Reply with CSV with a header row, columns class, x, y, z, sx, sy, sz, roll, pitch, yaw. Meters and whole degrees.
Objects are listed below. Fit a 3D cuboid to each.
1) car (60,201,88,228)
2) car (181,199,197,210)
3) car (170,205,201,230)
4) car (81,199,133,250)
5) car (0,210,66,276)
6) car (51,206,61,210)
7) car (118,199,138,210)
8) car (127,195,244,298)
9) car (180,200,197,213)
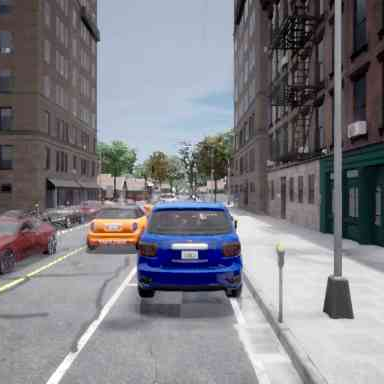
class,x,y,z,sx,sy,sz,roll,pitch,yaw
car,-8.408,1.553,21.869,2.008,1.369,4.403,0,0,0
car,-0.383,1.584,43.946,1.947,1.339,4.313,0,0,0
car,-0.383,1.584,21.873,1.802,1.307,4.206,0,0,0
car,-2.920,1.354,14.471,2.097,1.767,4.553,0,0,0
car,-5.868,1.526,10.502,1.812,1.442,4.674,0,0,0
car,-8.408,1.567,16.351,1.947,1.339,4.313,0,0,0
car,-8.408,1.600,43.945,1.802,1.307,4.206,0,0,0
car,-0.039,1.228,8.680,2.150,2.045,5.566,0,0,0
car,-0.383,1.596,38.428,1.802,1.307,4.206,0,0,0
